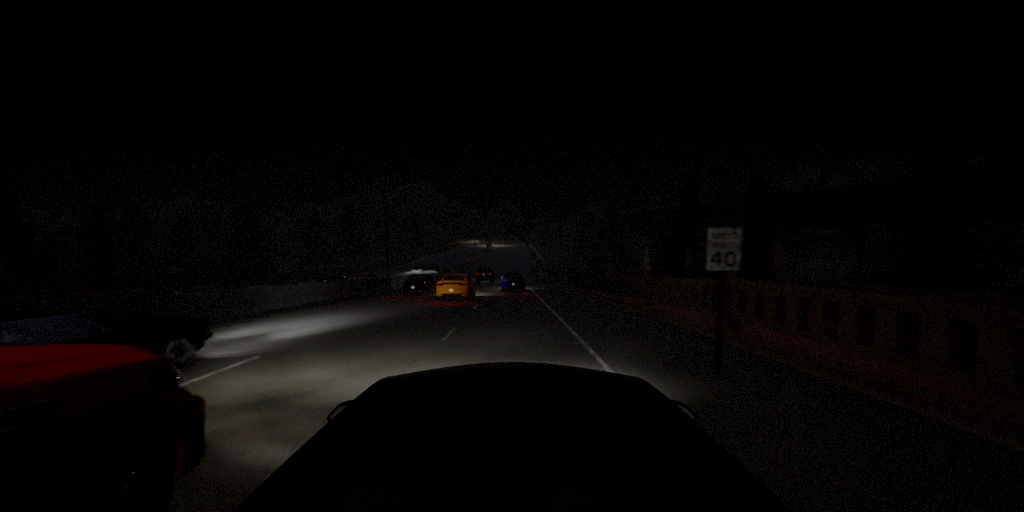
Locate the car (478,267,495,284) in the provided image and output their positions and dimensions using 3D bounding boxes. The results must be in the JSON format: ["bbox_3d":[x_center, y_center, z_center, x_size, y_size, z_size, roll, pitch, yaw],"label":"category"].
[{"bbox_3d":[-3.401,2.469,45.966,2.150,2.045,5.566,0,-2,0],"label":"car"}]

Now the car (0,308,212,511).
[{"bbox_3d":[-3.400,0.960,0.303,2.150,2.045,5.566,0,0,0],"label":"car"}]

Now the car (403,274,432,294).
[{"bbox_3d":[-6.900,2.082,27.281,1.812,1.442,4.674,0,-2,0],"label":"car"}]

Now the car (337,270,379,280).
[{"bbox_3d":[-14.091,2.274,33.755,1.882,1.535,5.008,0,-2,0],"label":"car"}]

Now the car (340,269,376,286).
[{"bbox_3d":[-17.582,2.423,41.206,2.097,1.767,4.553,0,-2,0],"label":"car"}]

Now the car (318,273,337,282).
[{"bbox_3d":[-21.077,2.687,42.532,1.994,1.385,4.181,0,-2,0],"label":"car"}]

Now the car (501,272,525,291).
[{"bbox_3d":[0.100,2.150,30.437,1.882,1.535,5.008,0,-2,0],"label":"car"}]

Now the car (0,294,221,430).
[{"bbox_3d":[-6.900,1.382,4.964,1.895,1.301,4.718,0,-1,0],"label":"car"}]

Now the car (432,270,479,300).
[{"bbox_3d":[-3.400,1.857,22.511,1.882,1.535,5.008,0,-2,0],"label":"car"}]
